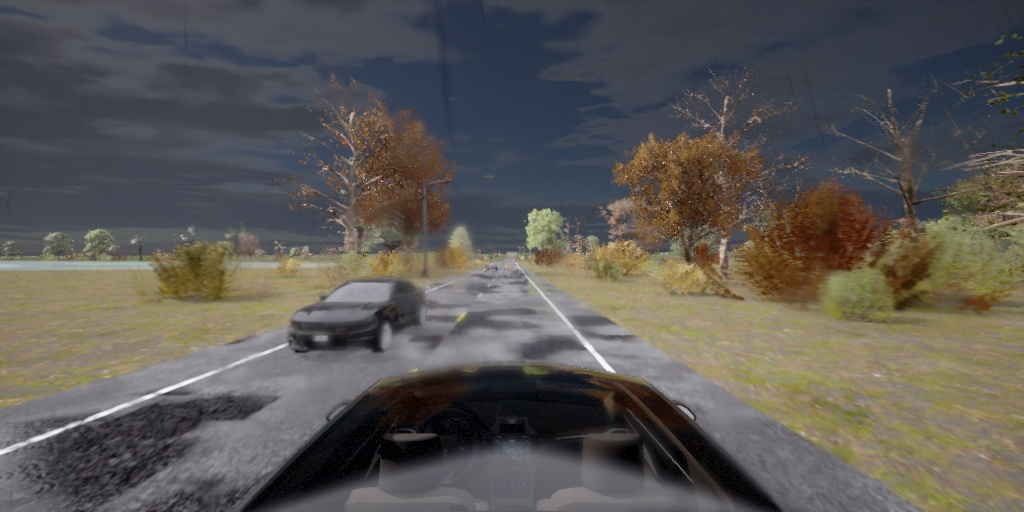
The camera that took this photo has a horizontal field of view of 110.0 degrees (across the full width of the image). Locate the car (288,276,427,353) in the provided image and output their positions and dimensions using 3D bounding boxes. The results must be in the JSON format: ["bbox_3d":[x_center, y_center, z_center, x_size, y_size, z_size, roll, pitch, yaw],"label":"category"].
[{"bbox_3d":[-3.595,1.308,9.260,1.882,1.535,5.008,0,-1,0],"label":"car"}]

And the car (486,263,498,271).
[{"bbox_3d":[-3.516,1.865,62.571,1.812,1.442,4.674,0,0,1],"label":"car"}]
